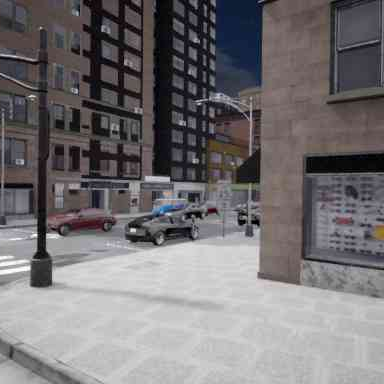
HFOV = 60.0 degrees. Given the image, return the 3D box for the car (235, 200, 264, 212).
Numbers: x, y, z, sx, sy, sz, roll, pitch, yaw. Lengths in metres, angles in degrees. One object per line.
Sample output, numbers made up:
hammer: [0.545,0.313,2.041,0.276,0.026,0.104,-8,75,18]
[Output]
car: [7.617,1.822,43.624,1.752,1.417,4.829,0,0,36]

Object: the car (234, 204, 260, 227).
car: [5.014,1.849,25.396,1.947,1.339,4.313,0,0,36]

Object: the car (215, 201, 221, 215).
car: [1.302,1.644,34.835,1.967,1.590,4.097,0,0,36]

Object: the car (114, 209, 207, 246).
car: [-1.402,1.763,16.469,1.947,1.339,4.313,0,0,36]

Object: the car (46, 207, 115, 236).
car: [-6.545,1.633,19.506,1.812,1.442,4.674,1,0,37]

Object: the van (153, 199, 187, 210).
van: [-1.905,1.500,30.372,1.690,1.788,3.998,0,0,36]

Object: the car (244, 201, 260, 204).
car: [6.852,1.838,38.128,2.033,1.411,5.357,1,0,36]

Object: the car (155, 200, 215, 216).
car: [-0.491,1.679,27.935,2.128,1.511,4.902,1,0,35]
